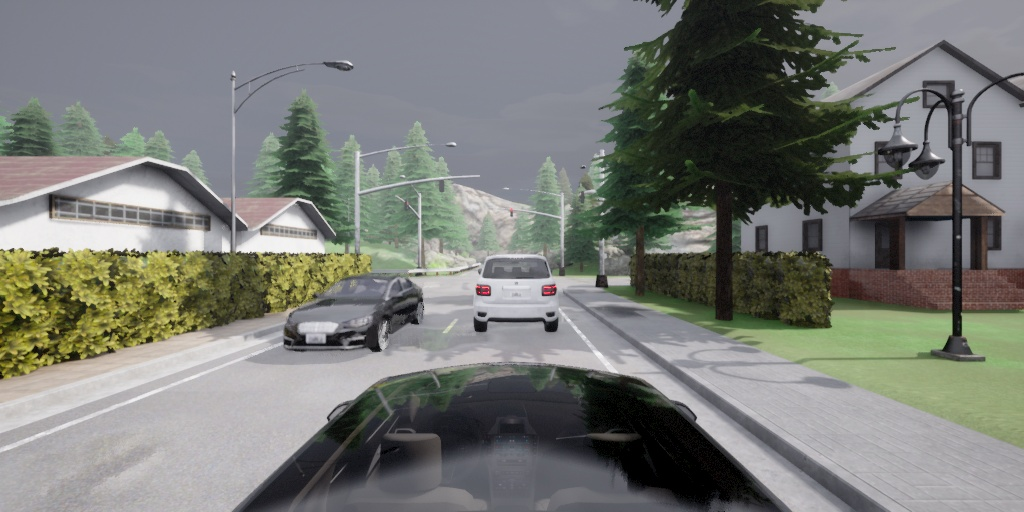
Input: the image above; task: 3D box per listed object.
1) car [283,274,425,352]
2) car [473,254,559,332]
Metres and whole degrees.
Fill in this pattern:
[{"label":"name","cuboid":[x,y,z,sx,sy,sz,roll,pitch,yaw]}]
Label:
[{"label":"car","cuboid":[-3.558,1.241,8.986,2.128,1.511,4.902,0,0,0]},{"label":"car","cuboid":[0.104,0.971,10.964,2.150,2.045,5.566,0,0,0]}]
